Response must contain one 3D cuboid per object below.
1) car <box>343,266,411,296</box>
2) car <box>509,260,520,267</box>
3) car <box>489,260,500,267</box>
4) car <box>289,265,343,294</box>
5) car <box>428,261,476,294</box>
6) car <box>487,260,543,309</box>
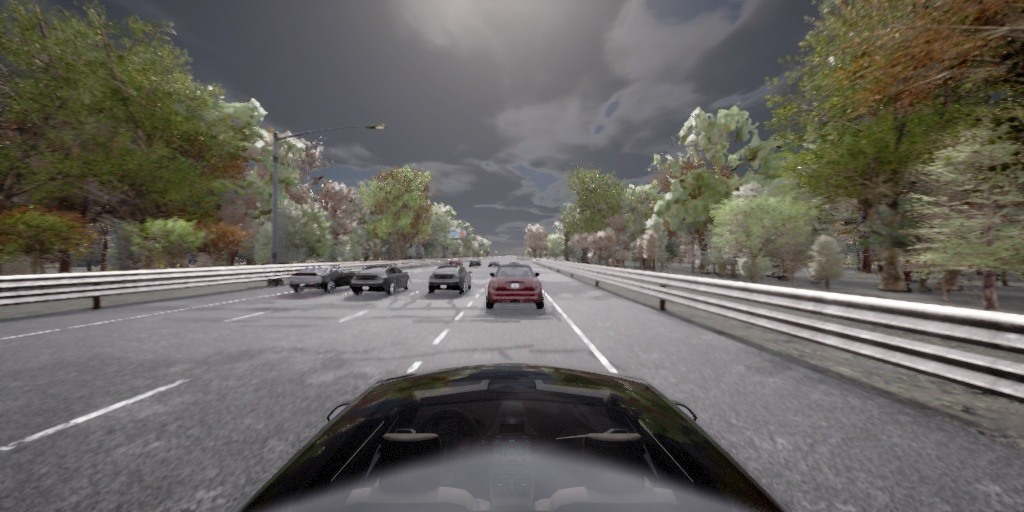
[{"bbox_3d":[-6.877,1.250,19.294,1.837,1.490,4.892,0,0,0],"label":"car"},{"bbox_3d":[0.378,1.342,64.951,1.895,1.301,4.718,0,0,0],"label":"car"},{"bbox_3d":[-3.124,1.342,64.904,1.895,1.301,4.718,0,0,0],"label":"car"},{"bbox_3d":[-10.374,1.235,20.196,2.128,1.511,4.902,0,0,0],"label":"car"},{"bbox_3d":[-3.374,1.250,20.122,1.837,1.490,4.892,0,0,0],"label":"car"},{"bbox_3d":[0.112,1.097,15.126,2.097,1.767,4.553,0,0,0],"label":"car"}]
